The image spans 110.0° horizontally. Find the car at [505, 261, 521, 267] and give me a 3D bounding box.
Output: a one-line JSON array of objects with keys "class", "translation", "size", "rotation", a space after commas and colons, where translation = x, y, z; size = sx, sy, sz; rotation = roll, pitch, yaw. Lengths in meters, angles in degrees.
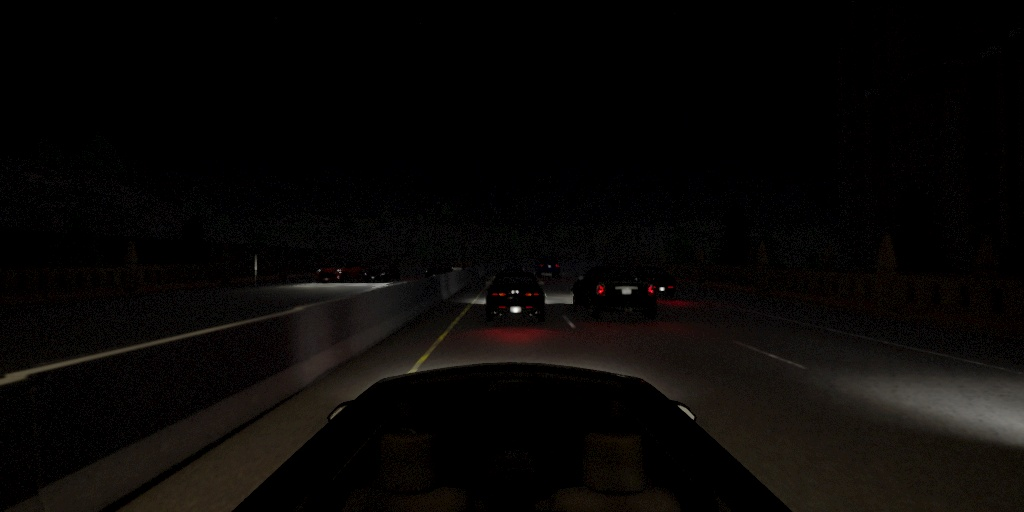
[{"class": "car", "translation": [0.114, 1.394, 30.985], "size": [2.033, 1.411, 5.357], "rotation": [0, 0, 0]}]

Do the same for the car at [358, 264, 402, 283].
[{"class": "car", "translation": [-10.576, 1.368, 29.597], "size": [1.812, 1.442, 4.674], "rotation": [0, 0, 0]}]

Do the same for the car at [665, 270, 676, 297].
[{"class": "car", "translation": [7.109, 1.314, 19.404], "size": [1.837, 1.490, 4.892], "rotation": [0, 0, 0]}]

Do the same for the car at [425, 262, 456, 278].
[{"class": "car", "translation": [-7.061, 1.460, 34.828], "size": [1.895, 1.301, 4.718], "rotation": [0, 0, 0]}]

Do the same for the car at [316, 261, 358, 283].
[{"class": "car", "translation": [-14.070, 1.194, 29.456], "size": [2.097, 1.767, 4.553], "rotation": [0, 0, 0]}]

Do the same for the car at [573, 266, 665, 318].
[{"class": "car", "translation": [3.605, 1.141, 13.383], "size": [2.097, 1.767, 4.553], "rotation": [0, 0, 0]}]

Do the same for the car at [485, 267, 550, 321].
[{"class": "car", "translation": [0.106, 1.292, 12.705], "size": [1.837, 1.490, 4.892], "rotation": [0, 0, 0]}]

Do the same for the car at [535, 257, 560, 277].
[{"class": "car", "translation": [3.623, 1.089, 37.149], "size": [2.150, 2.045, 5.566], "rotation": [0, 0, 0]}]
